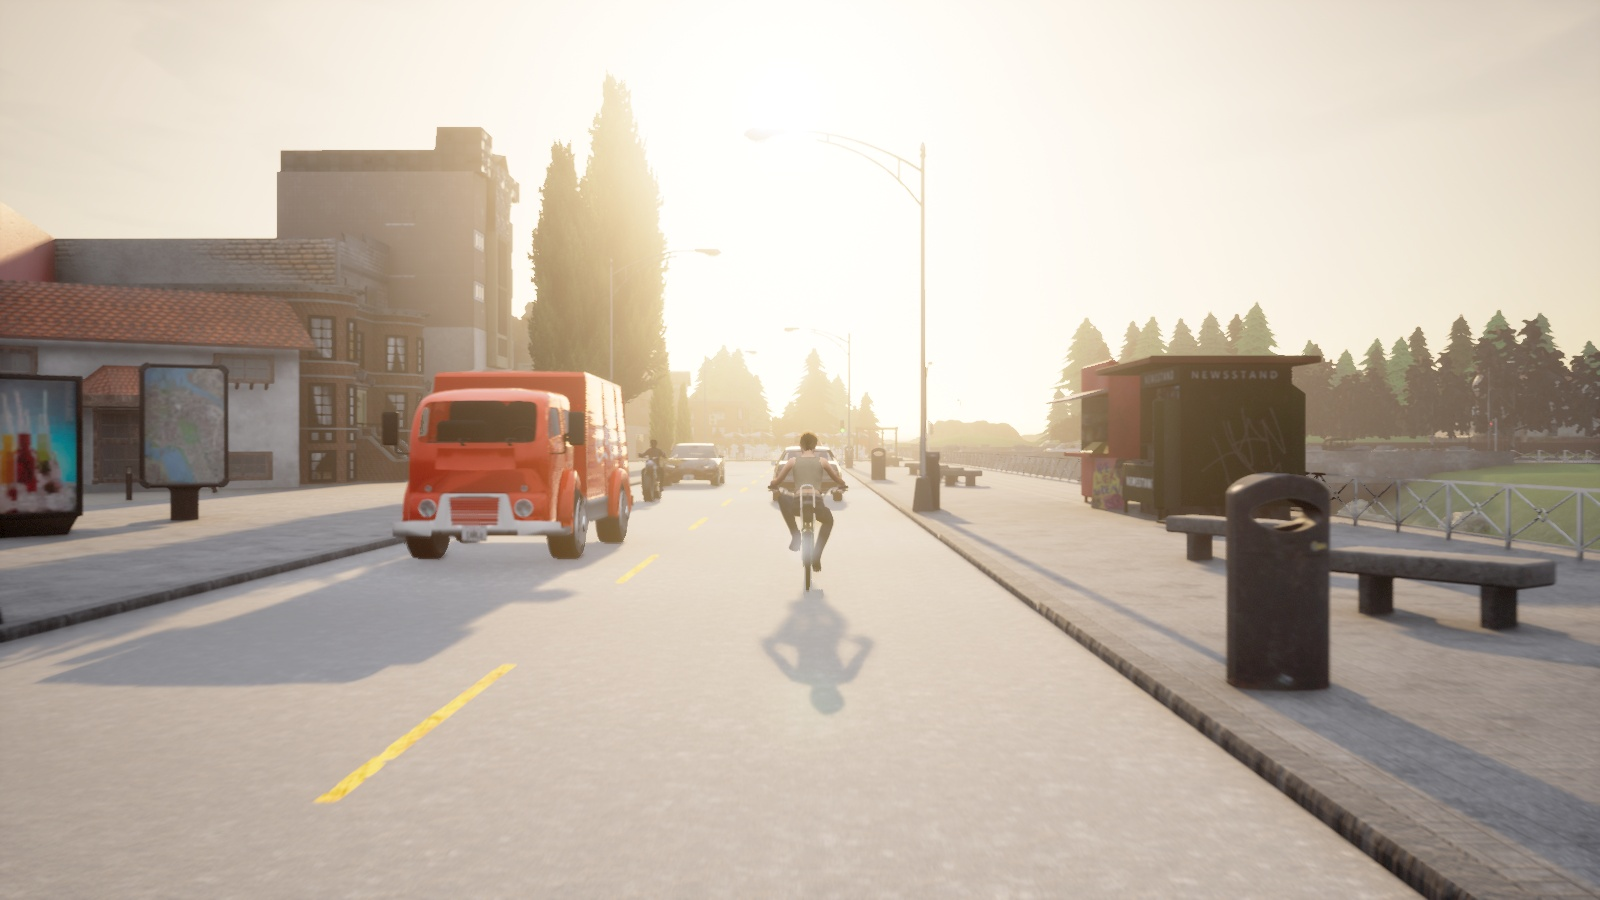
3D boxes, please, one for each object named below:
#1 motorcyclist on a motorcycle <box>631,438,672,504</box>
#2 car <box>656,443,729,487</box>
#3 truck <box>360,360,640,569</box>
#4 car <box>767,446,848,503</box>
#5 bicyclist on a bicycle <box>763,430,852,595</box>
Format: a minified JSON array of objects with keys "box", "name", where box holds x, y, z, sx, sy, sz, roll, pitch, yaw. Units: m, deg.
[{"box":[-3.807,0.512,32.290,0.766,1.649,2.350,0,0,0],"name":"motorcyclist on a motorcycle"},{"box":[-3.741,0.493,44.452,2.163,1.488,4.792,0,0,0],"name":"car"},{"box":[-3.888,0.158,17.472,2.627,2.467,5.204,0,0,0],"name":"truck"},{"box":[0.203,0.603,33.977,2.033,1.411,5.357,0,0,0],"name":"car"},{"box":[0.082,0.610,13.047,0.866,1.612,1.509,0,0,1],"name":"bicyclist on a bicycle"}]
